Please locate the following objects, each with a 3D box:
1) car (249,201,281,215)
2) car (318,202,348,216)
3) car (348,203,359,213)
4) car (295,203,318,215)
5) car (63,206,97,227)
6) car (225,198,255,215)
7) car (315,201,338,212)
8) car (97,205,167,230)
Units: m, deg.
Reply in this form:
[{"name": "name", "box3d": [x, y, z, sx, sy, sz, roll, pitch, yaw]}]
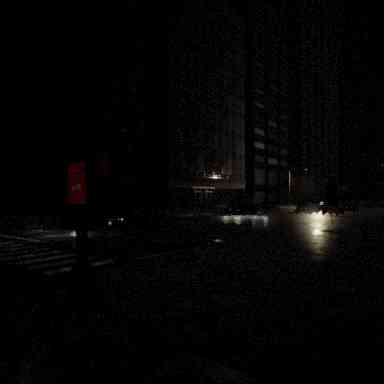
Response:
[{"name": "car", "box3d": [9.231, 2.160, 41.017, 1.895, 1.301, 4.718, 0, -1, 36]}, {"name": "car", "box3d": [17.452, 2.100, 41.052, 1.837, 1.490, 4.892, 0, -1, 36]}, {"name": "car", "box3d": [23.499, 2.282, 49.461, 2.033, 1.411, 5.357, 0, -1, 36]}, {"name": "car", "box3d": [15.046, 2.162, 43.270, 2.033, 1.411, 5.357, 0, -1, 36]}, {"name": "car", "box3d": [-6.954, 1.740, 24.278, 1.882, 1.535, 5.008, 0, -1, 36]}, {"name": "car", "box3d": [6.305, 1.786, 42.516, 2.150, 2.045, 5.566, 0, -1, 36]}, {"name": "car", "box3d": [20.869, 2.240, 51.370, 2.128, 1.511, 4.902, 0, -1, 36]}, {"name": "car", "box3d": [-3.772, 1.753, 23.127, 2.128, 1.511, 4.902, 0, -1, 36]}]
